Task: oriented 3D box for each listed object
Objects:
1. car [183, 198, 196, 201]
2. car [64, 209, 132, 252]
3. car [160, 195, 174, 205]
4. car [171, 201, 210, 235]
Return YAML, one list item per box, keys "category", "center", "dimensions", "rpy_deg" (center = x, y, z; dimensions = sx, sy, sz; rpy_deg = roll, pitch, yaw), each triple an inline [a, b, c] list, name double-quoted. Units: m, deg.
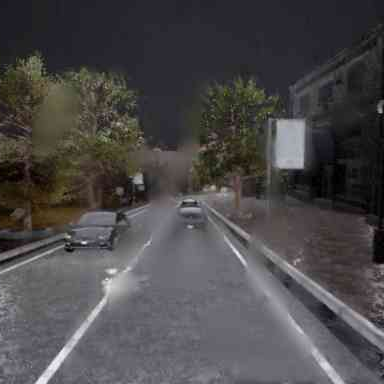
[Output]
- category: "car"
  center: [-0.254, 1.437, 37.043]
  dimensions: [1.882, 1.535, 5.008]
  rpy_deg: [0, 0, -1]
- category: "car"
  center: [-3.724, 1.499, 13.846]
  dimensions: [1.837, 1.490, 4.892]
  rpy_deg: [0, 0, -1]
- category: "car"
  center: [-4.099, 1.301, 55.628]
  dimensions: [2.097, 1.767, 4.553]
  rpy_deg: [0, 0, 0]
- category: "car"
  center: [-0.074, 1.483, 18.529]
  dimensions: [1.837, 1.490, 4.892]
  rpy_deg: [0, 0, -1]
